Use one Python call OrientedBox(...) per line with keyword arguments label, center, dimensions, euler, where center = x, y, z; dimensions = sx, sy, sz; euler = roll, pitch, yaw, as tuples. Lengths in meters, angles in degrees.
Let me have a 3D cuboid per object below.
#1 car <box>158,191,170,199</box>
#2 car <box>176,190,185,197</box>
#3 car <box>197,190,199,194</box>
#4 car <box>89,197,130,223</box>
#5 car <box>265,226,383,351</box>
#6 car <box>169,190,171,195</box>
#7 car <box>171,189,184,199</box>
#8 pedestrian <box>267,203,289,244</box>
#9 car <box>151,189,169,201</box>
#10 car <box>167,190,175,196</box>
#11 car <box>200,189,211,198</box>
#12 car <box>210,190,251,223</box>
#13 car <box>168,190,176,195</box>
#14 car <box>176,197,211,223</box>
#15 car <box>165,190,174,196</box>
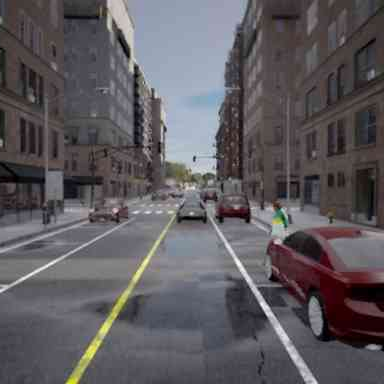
OrientedBox(label="car", center=(-5.453, 0.569, 65.583), dimensions=(2.008, 1.369, 4.403), euler=(0, 1, 0))
OrientedBox(label="car", center=(-2.798, 0.315, 80.380), dimensions=(2.128, 1.511, 4.902), euler=(0, 1, 0))
OrientedBox(label="car", center=(2.648, 0.333, 65.586), dimensions=(2.192, 1.841, 5.009), euler=(0, 1, 0))
OrientedBox(label="car", center=(-5.401, 1.110, 22.019), dimensions=(1.967, 1.590, 4.097), euler=(0, 1, 0))
OrientedBox(label="car", center=(2.746, 1.382, 6.338), dimensions=(1.882, 1.535, 5.008), euler=(0, 1, 0))
OrientedBox(label="car", center=(-5.452, 0.666, 60.080), dimensions=(1.947, 1.339, 4.313), euler=(0, 1, 0))
OrientedBox(label="car", center=(-2.803, 0.506, 64.876), dimensions=(1.882, 1.535, 5.008), euler=(0, 1, 0))
OrientedBox(label="pedestrian", center=(2.412, 1.153, 9.338), dimensions=(0.375, 1.860, 0.375), euler=(0, 1, 0))
OrientedBox(label="car", center=(-5.451, 0.498, 54.573), dimensions=(2.192, 1.841, 5.009), euler=(0, 1, 0))
OrientedBox(label="car", center=(-5.457, 0.232, 87.595), dimensions=(1.887, 1.381, 4.507), euler=(0, 1, 0))
OrientedBox(label="car", center=(2.671, 0.580, 49.076), dimensions=(2.192, 1.841, 5.009), euler=(0, 1, 0))
OrientedBox(label="car", center=(2.624, 0.985, 22.023), dimensions=(2.192, 1.841, 5.009), euler=(0, 1, 0))
OrientedBox(label="car", center=(-5.458, 0.156, 93.098), dimensions=(2.008, 1.369, 4.403), euler=(0, 1, 0))
OrientedBox(label="car", center=(0.011, 1.233, 22.052), dimensions=(1.994, 1.385, 4.181), euler=(0, 1, 1))
OrientedBox(label="car", center=(-5.456, 0.315, 82.092), dimensions=(1.887, 1.381, 4.507), euler=(0, 1, 0))
